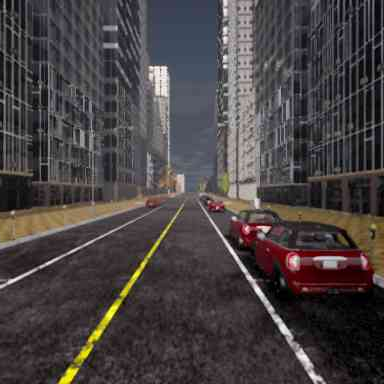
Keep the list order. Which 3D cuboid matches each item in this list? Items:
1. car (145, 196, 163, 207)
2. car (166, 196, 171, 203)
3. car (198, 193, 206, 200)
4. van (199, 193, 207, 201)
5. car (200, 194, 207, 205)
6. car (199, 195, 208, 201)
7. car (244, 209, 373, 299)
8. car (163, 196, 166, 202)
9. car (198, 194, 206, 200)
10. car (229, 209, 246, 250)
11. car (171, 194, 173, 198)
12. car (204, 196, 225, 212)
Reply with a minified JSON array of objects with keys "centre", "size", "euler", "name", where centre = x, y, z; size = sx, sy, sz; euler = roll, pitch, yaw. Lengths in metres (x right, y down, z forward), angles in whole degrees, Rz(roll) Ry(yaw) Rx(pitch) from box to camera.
[{"centre":[-5.689,1.461,48.270],"size":[1.887,1.381,4.507],"euler":[0,0,0],"name":"car"},{"centre":[-5.689,1.417,65.348],"size":[1.887,1.381,4.507],"euler":[0,0,0],"name":"car"},{"centre":[2.691,1.438,65.340],"size":[1.947,1.339,4.313],"euler":[0,0,0],"name":"car"},{"centre":[2.691,1.163,82.418],"size":[1.690,1.788,3.998],"euler":[0,0,0],"name":"van"},{"centre":[2.691,1.468,53.956],"size":[1.947,1.339,4.313],"euler":[0,0,0],"name":"car"},{"centre":[2.691,1.405,76.724],"size":[1.947,1.339,4.313],"euler":[0,0,0],"name":"car"},{"centre":[2.692,1.429,8.417],"size":[1.967,1.590,4.097],"euler":[0,0,0],"name":"car"},{"centre":[-5.690,1.484,53.964],"size":[1.802,1.307,4.206],"euler":[0,0,0],"name":"car"},{"centre":[2.691,1.244,88.109],"size":[1.967,1.590,4.097],"euler":[0,0,0],"name":"car"},{"centre":[2.691,1.421,14.109],"size":[1.967,1.590,4.097],"euler":[0,0,0],"name":"car"},{"centre":[-5.690,1.422,71.041],"size":[1.947,1.339,4.313],"euler":[0,0,0],"name":"car"},{"centre":[2.691,1.487,36.879],"size":[1.887,1.381,4.507],"euler":[0,0,0],"name":"car"}]
